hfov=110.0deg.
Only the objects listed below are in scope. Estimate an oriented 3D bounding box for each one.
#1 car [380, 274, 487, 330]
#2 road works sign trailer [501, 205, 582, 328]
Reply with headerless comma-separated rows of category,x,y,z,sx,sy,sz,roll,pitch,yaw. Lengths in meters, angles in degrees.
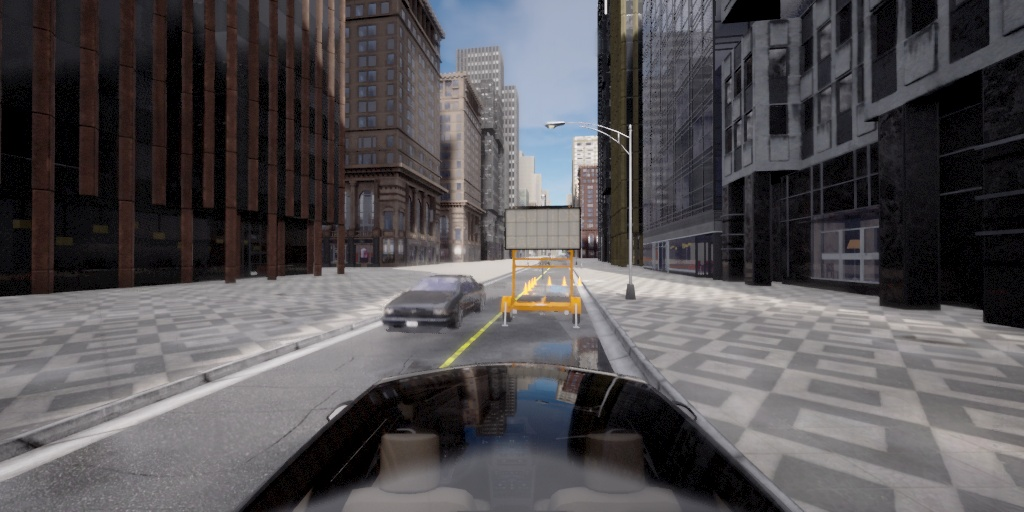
car,-2.125,1.297,11.520,2.033,1.411,5.357,0,0,8
road works sign trailer,0.985,0.211,11.449,2.380,3.560,2.880,0,0,8
